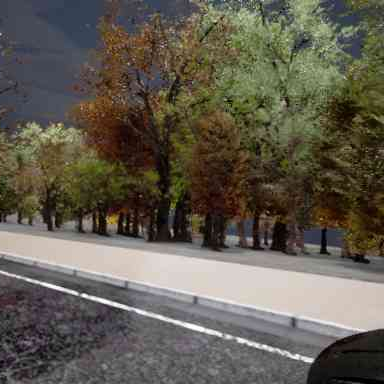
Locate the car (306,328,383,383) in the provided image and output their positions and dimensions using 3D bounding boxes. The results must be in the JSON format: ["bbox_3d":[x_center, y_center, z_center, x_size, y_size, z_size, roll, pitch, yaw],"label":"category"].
[{"bbox_3d":[3.079,1.473,1.478,5.008,1.535,1.882,-1,0,36],"label":"car"}]
